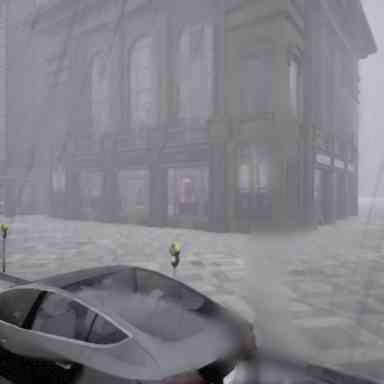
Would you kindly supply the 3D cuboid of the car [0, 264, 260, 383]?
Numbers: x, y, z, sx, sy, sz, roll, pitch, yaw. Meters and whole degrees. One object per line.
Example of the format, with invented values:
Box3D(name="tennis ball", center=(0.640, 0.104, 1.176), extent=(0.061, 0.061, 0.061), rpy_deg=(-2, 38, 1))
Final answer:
Box3D(name="car", center=(-1.340, 1.566, 3.923), extent=(4.313, 1.339, 1.947), rpy_deg=(0, 0, 36))
